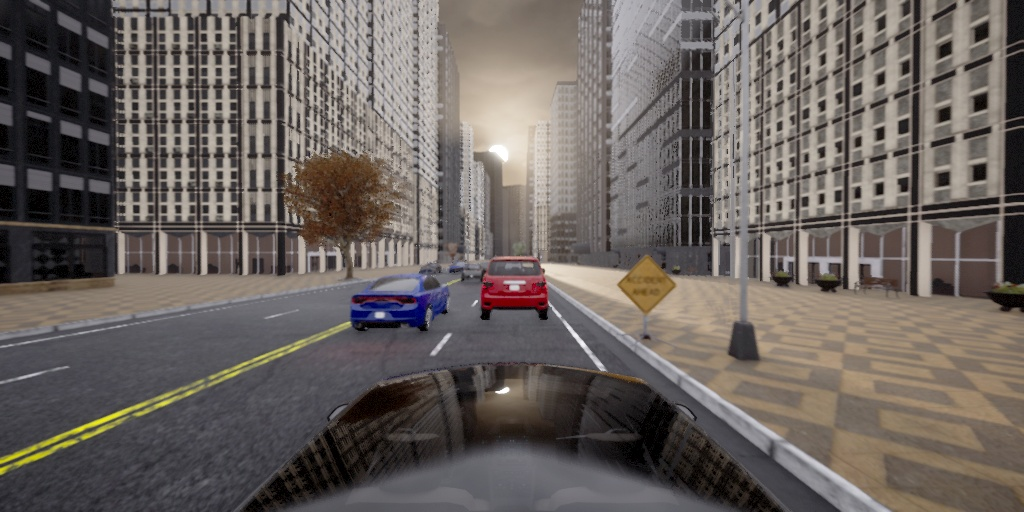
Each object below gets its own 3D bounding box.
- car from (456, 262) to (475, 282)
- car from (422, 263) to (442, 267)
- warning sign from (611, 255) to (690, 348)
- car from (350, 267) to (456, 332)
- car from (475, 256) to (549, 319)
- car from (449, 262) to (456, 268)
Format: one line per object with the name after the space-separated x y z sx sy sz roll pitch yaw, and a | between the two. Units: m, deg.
-3.162 1.392 30.610 2.128 1.511 4.902 0 0 0 | car
-9.845 1.517 44.199 2.033 1.411 5.357 0 0 0 | car
2.850 0.896 7.692 1.300 1.860 1.060 0 0 0 | warning sign
-3.175 1.276 11.125 1.882 1.535 5.008 0 0 0 | car
0.086 1.032 13.256 2.150 2.045 5.566 0 0 0 | car
-6.590 1.448 44.404 1.882 1.535 5.008 0 -1 0 | car
